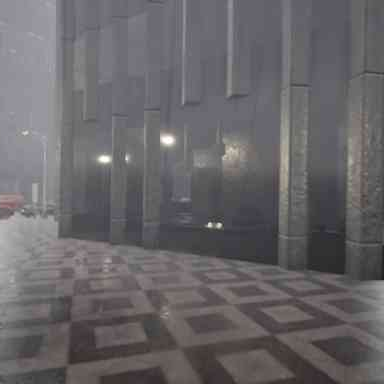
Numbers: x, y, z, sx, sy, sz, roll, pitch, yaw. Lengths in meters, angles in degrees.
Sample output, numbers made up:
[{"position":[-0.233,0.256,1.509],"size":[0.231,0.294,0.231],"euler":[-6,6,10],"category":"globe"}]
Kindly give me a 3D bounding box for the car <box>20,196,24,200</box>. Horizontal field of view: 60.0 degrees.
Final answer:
[{"position":[-20.820,1.297,36.386],"size":[2.192,1.841,5.009],"euler":[1,0,36],"category":"car"}]

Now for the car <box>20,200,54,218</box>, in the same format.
[{"position":[-13.892,1.698,31.426],"size":[1.947,1.339,4.313],"euler":[1,0,36],"category":"car"}]

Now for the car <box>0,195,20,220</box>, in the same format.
[{"position":[-17.169,1.419,26.832],"size":[2.192,1.841,5.009],"euler":[1,0,36],"category":"car"}]
